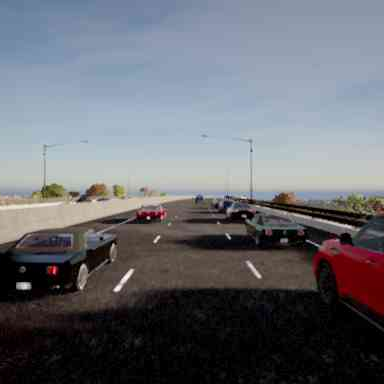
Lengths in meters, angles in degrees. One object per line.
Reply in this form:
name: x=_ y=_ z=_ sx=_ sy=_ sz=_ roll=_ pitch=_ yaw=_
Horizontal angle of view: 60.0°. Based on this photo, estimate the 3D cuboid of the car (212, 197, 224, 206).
car: x=4.538 y=1.650 z=58.701 sx=1.812 sy=1.442 sz=4.674 roll=0 pitch=0 yaw=2

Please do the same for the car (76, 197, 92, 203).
car: x=-19.893 y=1.630 z=61.528 sx=1.837 sy=1.490 sz=4.892 roll=0 pitch=0 yaw=3

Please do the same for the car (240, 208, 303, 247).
car: x=3.574 y=1.603 z=15.052 sx=1.895 sy=1.301 sz=4.718 roll=0 pitch=0 yaw=1

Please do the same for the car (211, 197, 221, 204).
car: x=4.953 y=1.720 z=69.616 sx=2.033 sy=1.411 sz=5.357 roll=0 pitch=0 yaw=2

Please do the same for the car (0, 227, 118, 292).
car: x=-3.366 y=1.600 z=8.907 sx=1.895 sy=1.301 sz=4.718 roll=0 pitch=0 yaw=0

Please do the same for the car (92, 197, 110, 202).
car: x=-16.381 y=1.692 z=61.805 sx=1.994 sy=1.385 sz=4.181 roll=0 pitch=0 yaw=3

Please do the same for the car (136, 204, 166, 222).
car: x=-3.171 y=1.618 z=26.682 sx=1.895 sy=1.301 sz=4.718 roll=0 pitch=0 yaw=1

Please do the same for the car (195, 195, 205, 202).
car: x=1.856 y=1.429 z=79.495 sx=2.097 sy=1.767 sz=4.553 roll=0 pitch=0 yaw=3

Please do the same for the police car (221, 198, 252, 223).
police car: x=3.711 y=1.523 z=25.945 sx=2.038 sy=1.542 sz=4.974 roll=0 pitch=0 yaw=1

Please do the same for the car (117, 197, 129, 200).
car: x=-12.882 y=1.609 z=61.812 sx=1.882 sy=1.535 sz=5.008 roll=0 pitch=0 yaw=3

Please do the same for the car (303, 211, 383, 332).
car: x=3.615 y=1.218 z=4.654 sx=2.150 sy=2.045 sz=5.566 roll=0 pitch=0 yaw=0

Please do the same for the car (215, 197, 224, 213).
car: x=3.917 y=1.573 z=36.865 sx=1.812 sy=1.442 sz=4.674 roll=0 pitch=0 yaw=1

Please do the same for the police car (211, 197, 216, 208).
police car: x=4.193 y=1.589 z=47.784 sx=2.038 sy=1.542 sz=4.974 roll=0 pitch=0 yaw=2
